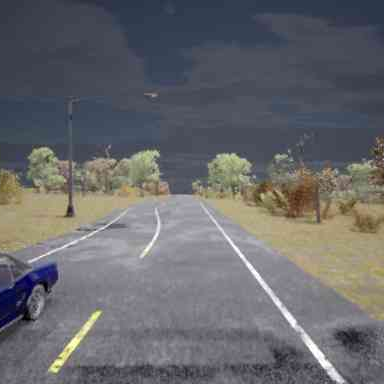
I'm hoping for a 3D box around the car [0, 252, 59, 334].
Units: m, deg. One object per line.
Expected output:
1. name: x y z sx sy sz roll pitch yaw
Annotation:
1. car: -3.612 1.601 4.495 1.895 1.301 4.718 0 0 0
